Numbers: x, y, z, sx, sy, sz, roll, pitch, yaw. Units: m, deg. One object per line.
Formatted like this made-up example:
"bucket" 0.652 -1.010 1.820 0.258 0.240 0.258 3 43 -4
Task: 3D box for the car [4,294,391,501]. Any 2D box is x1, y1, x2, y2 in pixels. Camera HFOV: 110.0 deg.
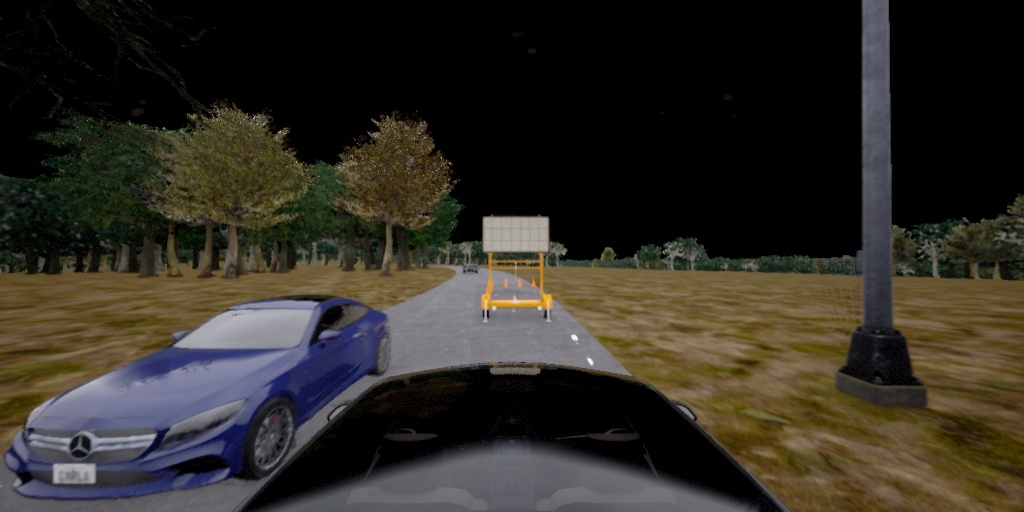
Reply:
"car" -3.085 1.298 4.857 1.812 1.442 4.674 0 -1 0

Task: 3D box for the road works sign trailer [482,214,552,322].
"road works sign trailer" 0.135 0.303 12.767 2.380 3.560 2.880 0 0 -1

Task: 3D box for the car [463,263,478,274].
"car" -5.591 1.688 48.048 1.994 1.385 4.181 0 -1 -8
